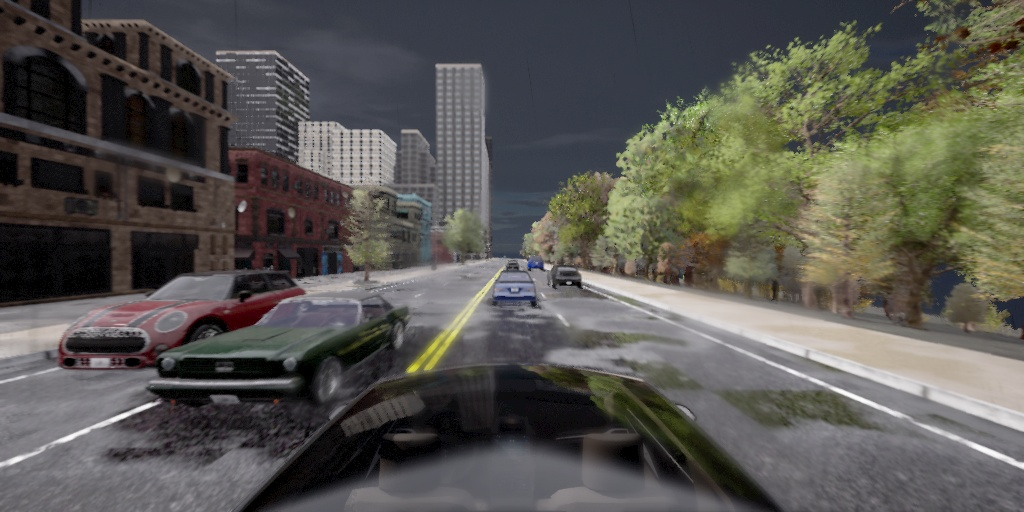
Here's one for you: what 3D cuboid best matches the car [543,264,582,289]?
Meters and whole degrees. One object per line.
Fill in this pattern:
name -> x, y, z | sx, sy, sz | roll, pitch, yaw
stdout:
car -> 3.351, 1.327, 23.547 | 1.837, 1.490, 4.892 | 0, 0, 0

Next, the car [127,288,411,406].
car -> -3.350, 1.366, 6.384 | 1.895, 1.301, 4.718 | 0, 0, 0

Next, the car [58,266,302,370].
car -> -6.599, 1.123, 7.989 | 2.097, 1.767, 4.553 | 0, 0, 0

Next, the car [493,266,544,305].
car -> 0.100, 1.345, 16.207 | 2.033, 1.411, 5.357 | 0, 0, 0

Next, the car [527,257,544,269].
car -> 3.351, 1.127, 51.583 | 2.150, 2.045, 5.566 | 0, 0, 0

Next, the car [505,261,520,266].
car -> 0.101, 1.415, 53.603 | 1.837, 1.490, 4.892 | 0, 0, 0
